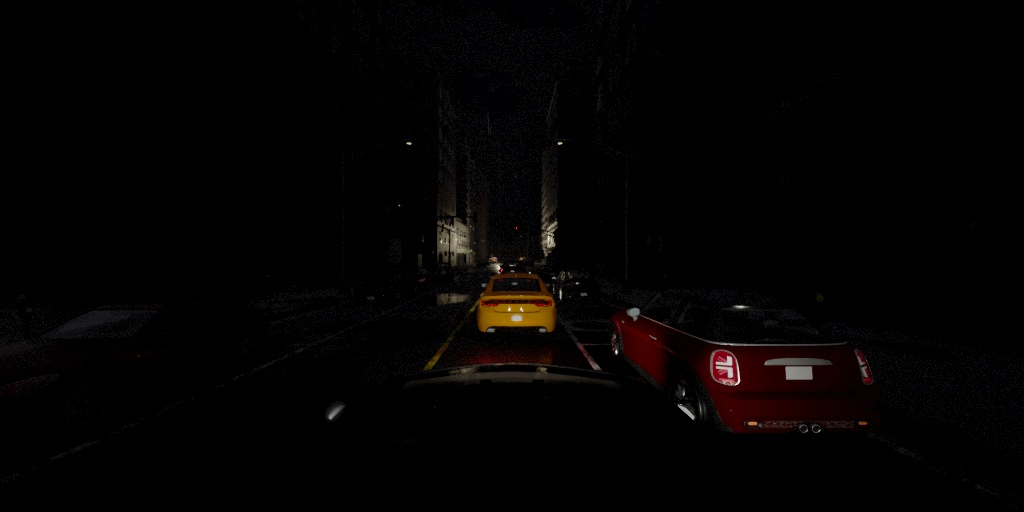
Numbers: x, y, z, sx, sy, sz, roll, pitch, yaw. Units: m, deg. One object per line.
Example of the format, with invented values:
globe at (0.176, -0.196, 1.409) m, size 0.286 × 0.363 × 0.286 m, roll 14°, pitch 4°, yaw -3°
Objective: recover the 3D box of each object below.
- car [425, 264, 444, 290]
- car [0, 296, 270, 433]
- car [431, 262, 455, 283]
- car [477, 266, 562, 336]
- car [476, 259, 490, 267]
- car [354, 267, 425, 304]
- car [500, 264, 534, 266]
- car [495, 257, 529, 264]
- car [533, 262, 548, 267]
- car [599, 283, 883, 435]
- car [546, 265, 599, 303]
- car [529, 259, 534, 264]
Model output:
car at (-5.634, 1.334, 22.029) m, size 1.802 × 1.307 × 4.207 m, roll 0°, pitch 0°, yaw 0°
car at (-5.662, 1.332, 5.525) m, size 1.802 × 1.307 × 4.207 m, roll 0°, pitch 0°, yaw 0°
car at (-5.624, 1.193, 27.530) m, size 1.967 × 1.591 × 4.097 m, roll 0°, pitch 0°, yaw 0°
car at (0.112, 1.228, 10.397) m, size 1.882 × 1.535 × 5.008 m, roll 0°, pitch 0°, yaw 0°
car at (-5.525, 1.374, 64.632) m, size 1.802 × 1.307 × 4.207 m, roll 0°, pitch 0°, yaw 0°
car at (-5.643, 1.317, 16.527) m, size 1.948 × 1.339 × 4.313 m, roll 0°, pitch 0°, yaw 0°
car at (0.131, 1.315, 19.385) m, size 1.994 × 1.385 × 4.181 m, roll 0°, pitch 0°, yaw 0°
car at (0.075, 1.105, 28.118) m, size 2.097 × 1.767 × 4.553 m, roll 0°, pitch 0°, yaw 1°
car at (2.901, 1.319, 27.515) m, size 1.948 × 1.339 × 4.313 m, roll 0°, pitch 0°, yaw 0°
car at (2.863, 1.190, 5.510) m, size 1.967 × 1.591 × 4.097 m, roll 0°, pitch 0°, yaw 0°
car at (2.882, 1.301, 16.513) m, size 2.007 × 1.370 × 4.403 m, roll 0°, pitch 0°, yaw 0°
car at (3.000, 1.232, 64.604) m, size 1.967 × 1.591 × 4.097 m, roll 0°, pitch 0°, yaw 0°
